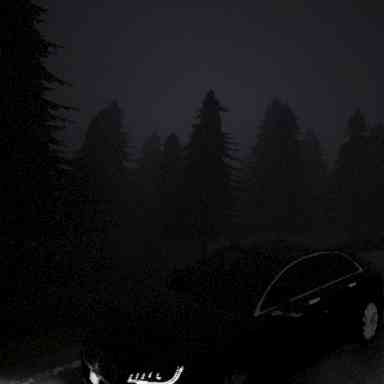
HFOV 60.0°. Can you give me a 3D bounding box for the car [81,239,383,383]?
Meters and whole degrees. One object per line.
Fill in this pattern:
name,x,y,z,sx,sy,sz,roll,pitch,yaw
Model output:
car,0.959,1.508,4.683,4.892,1.490,1.837,0,0,-39
